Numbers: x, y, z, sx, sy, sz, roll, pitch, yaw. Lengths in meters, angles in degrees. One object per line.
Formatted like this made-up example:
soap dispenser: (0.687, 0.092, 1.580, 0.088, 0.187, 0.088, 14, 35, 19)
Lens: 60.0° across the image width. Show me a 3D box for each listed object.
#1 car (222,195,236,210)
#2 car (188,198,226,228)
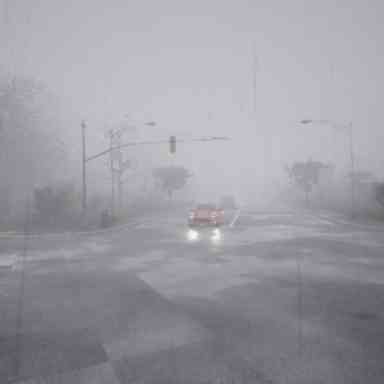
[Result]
car: (5.442, 1.554, 50.020, 2.150, 2.045, 5.566, -1, 0, 10)
car: (1.045, 1.588, 24.263, 2.097, 1.767, 4.553, -1, -1, 10)
